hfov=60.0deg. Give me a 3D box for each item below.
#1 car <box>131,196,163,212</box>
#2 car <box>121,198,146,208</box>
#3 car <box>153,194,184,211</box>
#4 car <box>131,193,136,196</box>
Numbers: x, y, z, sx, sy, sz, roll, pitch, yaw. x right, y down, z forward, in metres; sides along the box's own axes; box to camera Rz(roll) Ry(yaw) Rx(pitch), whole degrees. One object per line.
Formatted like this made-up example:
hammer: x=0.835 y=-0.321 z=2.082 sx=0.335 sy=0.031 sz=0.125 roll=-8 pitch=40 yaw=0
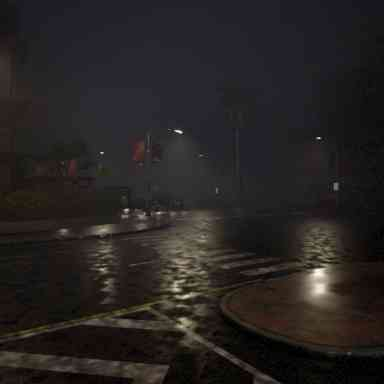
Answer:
car: x=-5.641 y=1.526 z=39.190 sx=1.812 sy=1.442 sz=4.674 roll=0 pitch=0 yaw=-35
car: x=-8.782 y=1.601 z=49.841 sx=1.895 sy=1.301 sz=4.718 roll=0 pitch=0 yaw=-34
car: x=-3.195 y=1.221 z=41.829 sx=2.150 sy=2.045 sz=5.566 roll=0 pitch=0 yaw=-35
car: x=-13.392 y=1.220 z=68.456 sx=2.150 sy=2.045 sz=5.566 roll=0 pitch=0 yaw=-39
